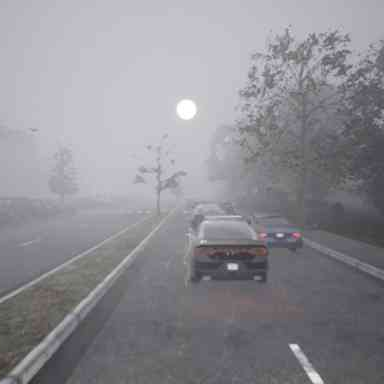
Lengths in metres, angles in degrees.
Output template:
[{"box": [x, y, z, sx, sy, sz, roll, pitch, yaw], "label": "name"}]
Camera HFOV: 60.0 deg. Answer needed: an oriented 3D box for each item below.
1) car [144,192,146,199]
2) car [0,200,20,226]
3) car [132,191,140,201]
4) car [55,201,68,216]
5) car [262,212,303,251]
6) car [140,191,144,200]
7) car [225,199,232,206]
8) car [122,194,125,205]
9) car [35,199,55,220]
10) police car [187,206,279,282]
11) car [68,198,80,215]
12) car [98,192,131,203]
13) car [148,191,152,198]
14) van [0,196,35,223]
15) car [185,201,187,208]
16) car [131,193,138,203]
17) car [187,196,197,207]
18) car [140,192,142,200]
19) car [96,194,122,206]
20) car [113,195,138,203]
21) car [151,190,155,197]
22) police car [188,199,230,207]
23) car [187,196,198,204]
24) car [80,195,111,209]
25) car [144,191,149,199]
[{"box": [-13.800, 1.272, 77.838, 4.674, 1.452, 2.002, -1, 1, -20], "label": "car"}, {"box": [-13.845, 1.517, 20.845, 4.892, 1.521, 2.231, -1, 0, -20], "label": "car"}, {"box": [-13.837, 1.140, 65.812, 5.566, 2.045, 2.435, -1, 1, -20], "label": "car"}, {"box": [-13.838, 1.546, 29.792, 4.674, 1.452, 2.002, -1, 0, -20], "label": "car"}, {"box": [3.104, 1.576, 14.246, 2.033, 1.411, 5.357, 0, 0, 0], "label": "car"}, {"box": [-13.832, 1.152, 74.825, 4.553, 1.767, 2.185, -1, 1, -20], "label": "car"}, {"box": [3.110, 1.499, 34.250, 2.128, 1.511, 4.902, 0, 0, 0], "label": "car"}, {"box": [-13.824, 1.511, 53.814, 4.674, 1.452, 2.002, -1, 0, -20], "label": "car"}, {"box": [-13.818, 1.384, 26.820, 4.553, 1.767, 2.185, -1, 0, -20], "label": "car"}, {"box": [0.902, 1.453, 9.951, 1.930, 1.638, 5.238, 0, 0, 0], "label": "police car"}, {"box": [-13.814, 1.532, 32.811, 4.792, 1.488, 2.163, -1, 0, -20], "label": "car"}, {"box": [-13.795, 1.210, 56.832, 5.566, 2.045, 2.435, -1, 0, -20], "label": "car"}, {"box": [-13.762, 1.109, 86.854, 4.792, 1.488, 2.163, -1, 1, -20], "label": "car"}, {"box": [-13.960, 1.289, 23.785, 4.442, 1.987, 1.878, -1, 0, -20], "label": "van"}, {"box": [0.020, 1.543, 46.866, 2.033, 1.411, 5.357, 0, 0, 0], "label": "car"}, {"box": [-13.639, 1.412, 62.887, 5.366, 1.575, 1.946, -1, 0, -20], "label": "car"}, {"box": [0.907, 1.368, 25.812, 2.097, 1.767, 4.553, 0, 0, 0], "label": "car"}, {"box": [-13.805, 1.363, 71.839, 4.674, 1.452, 2.002, -1, 0, -20], "label": "car"}, {"box": [-13.995, 1.480, 50.741, 5.366, 1.575, 1.946, -1, 0, -20], "label": "car"}, {"box": [-13.831, 1.387, 68.814, 4.792, 1.488, 2.163, -1, 1, -20], "label": "car"}, {"box": [-13.765, 0.779, 89.852, 5.566, 2.045, 2.435, -1, 1, -20], "label": "car"}, {"box": [0.906, 1.448, 19.951, 1.930, 1.638, 5.238, 0, 0, 0], "label": "police car"}, {"box": [0.020, 1.501, 61.420, 1.994, 1.385, 4.181, 0, 0, 0], "label": "car"}, {"box": [-13.803, 1.519, 44.817, 4.792, 1.488, 2.163, -1, 0, -20], "label": "car"}, {"box": [-13.787, 1.182, 80.837, 5.008, 1.535, 2.097, -1, 1, -20], "label": "car"}]
